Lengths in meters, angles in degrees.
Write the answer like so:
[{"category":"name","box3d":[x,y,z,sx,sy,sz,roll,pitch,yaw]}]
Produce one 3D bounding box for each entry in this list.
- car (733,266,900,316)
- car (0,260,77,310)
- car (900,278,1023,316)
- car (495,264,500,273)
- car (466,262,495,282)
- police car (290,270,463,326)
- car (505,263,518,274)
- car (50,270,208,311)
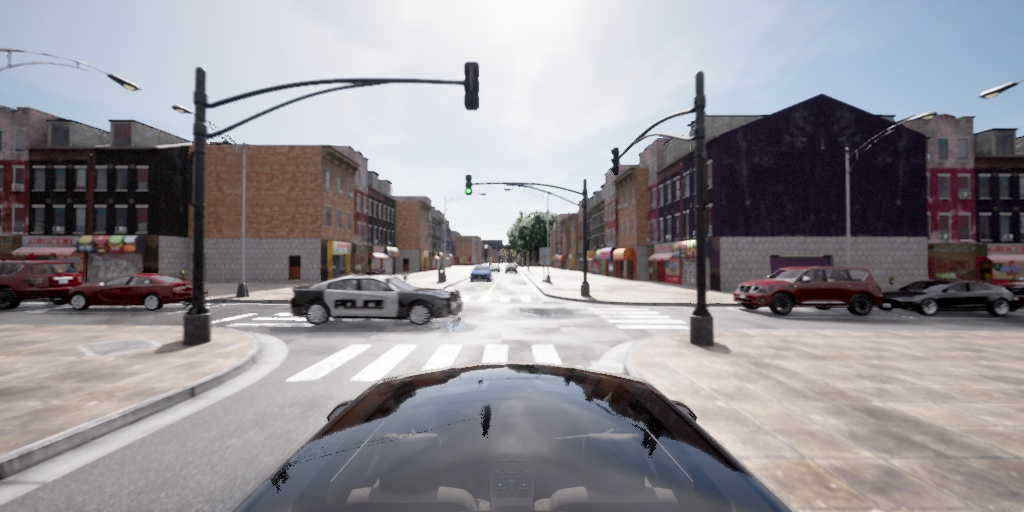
[{"category":"car","box3d":[11.685,1.317,14.281,5.009,1.841,2.192,0,0,0]},{"category":"car","box3d":[-20.157,1.088,14.167,5.009,1.841,2.192,0,0,0]},{"category":"car","box3d":[17.111,1.610,14.301,4.313,1.339,1.948,0,0,0]},{"category":"car","box3d":[-2.870,2.054,59.567,2.033,1.411,5.357,0,-1,0]},{"category":"car","box3d":[-2.909,1.641,34.525,1.882,1.535,5.008,0,-1,0]},{"category":"police car","box3d":[-4.260,1.276,11.598,5.238,1.638,1.930,0,-1,0]},{"category":"car","box3d":[-0.105,1.983,56.085,1.812,1.442,4.674,0,-1,0]},{"category":"car","box3d":[-14.723,1.356,14.186,4.507,1.381,1.888,0,0,0]}]
